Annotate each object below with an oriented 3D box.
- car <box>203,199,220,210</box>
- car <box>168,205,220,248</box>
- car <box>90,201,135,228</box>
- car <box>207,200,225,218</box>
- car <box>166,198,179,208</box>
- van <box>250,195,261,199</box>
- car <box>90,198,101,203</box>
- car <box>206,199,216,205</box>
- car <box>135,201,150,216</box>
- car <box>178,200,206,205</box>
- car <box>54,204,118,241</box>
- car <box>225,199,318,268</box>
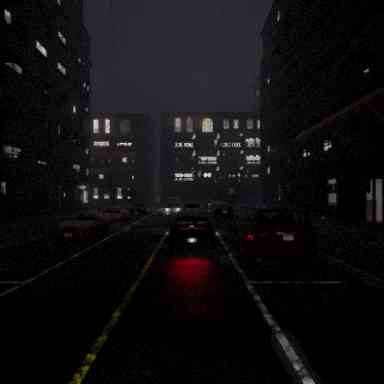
[{"bbox_3d":[2.573,1.616,44.678,1.947,1.339,4.313,1,0,0],"label":"car"},{"bbox_3d":[0.000,1.522,14.651,1.837,1.490,4.892,0,0,0],"label":"car"},{"bbox_3d":[-5.286,1.537,22.226,1.752,1.417,4.829,1,0,0],"label":"car"},{"bbox_3d":[2.574,1.585,27.986,1.947,1.339,4.313,1,0,0],"label":"car"},{"bbox_3d":[-2.750,1.574,49.924,1.882,1.535,5.008,0,0,0],"label":"car"},{"bbox_3d":[13.082,1.383,64.253,3.998,1.788,1.690,0,0,0],"label":"van"},{"bbox_3d":[-19.702,1.801,64.206,4.403,1.369,2.008,0,0,0],"label":"car"},{"bbox_3d":[2.573,1.573,33.551,1.887,1.381,4.507,1,0,0],"label":"car"},{"bbox_3d":[-5.274,1.594,33.526,1.947,1.339,4.313,1,0,0],"label":"car"},{"bbox_3d":[0.000,1.540,29.653,1.837,1.490,4.892,0,0,0],"label":"car"},{"bbox_3d":[-5.295,1.531,16.663,1.752,1.417,4.829,1,0,0],"label":"car"},{"bbox_3d":[2.577,1.317,11.296,2.192,1.841,5.009,1,0,0],"label":"car"}]
